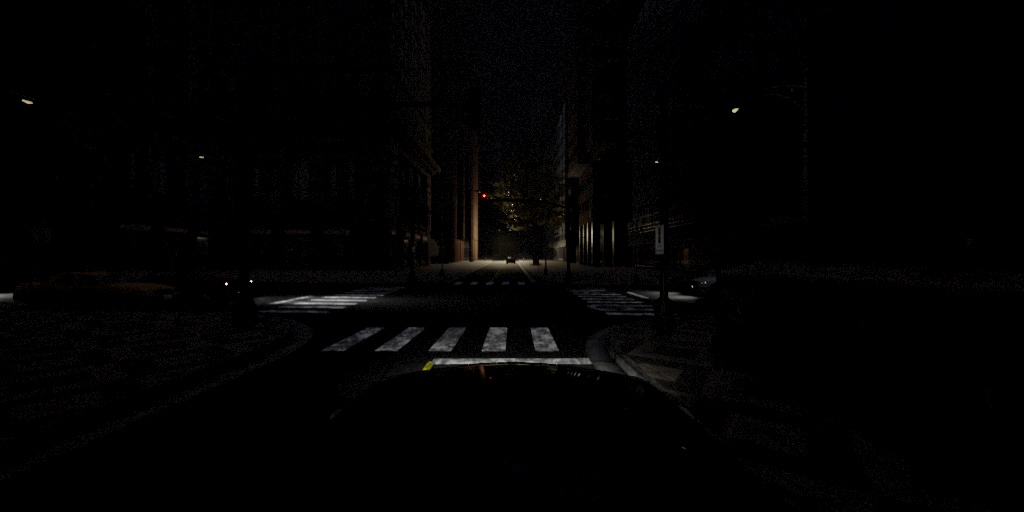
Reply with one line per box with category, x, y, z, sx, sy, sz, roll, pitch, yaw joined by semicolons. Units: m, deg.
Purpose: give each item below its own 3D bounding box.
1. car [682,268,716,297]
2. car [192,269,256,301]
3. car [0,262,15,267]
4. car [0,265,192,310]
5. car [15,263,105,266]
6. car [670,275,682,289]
car;11.876;1.353;18.905;4.674;1.442;1.812;0;0;2
car;-14.114;1.229;15.748;4.718;1.301;1.895;1;0;0
car;-31.992;0.970;21.656;4.507;1.381;1.888;0;0;0
car;-14.975;1.144;13.090;4.829;1.417;1.751;0;0;0
car;-26.375;1.061;21.643;4.313;1.339;1.948;0;0;0
car;11.860;1.377;21.551;4.403;1.370;2.007;0;0;0
